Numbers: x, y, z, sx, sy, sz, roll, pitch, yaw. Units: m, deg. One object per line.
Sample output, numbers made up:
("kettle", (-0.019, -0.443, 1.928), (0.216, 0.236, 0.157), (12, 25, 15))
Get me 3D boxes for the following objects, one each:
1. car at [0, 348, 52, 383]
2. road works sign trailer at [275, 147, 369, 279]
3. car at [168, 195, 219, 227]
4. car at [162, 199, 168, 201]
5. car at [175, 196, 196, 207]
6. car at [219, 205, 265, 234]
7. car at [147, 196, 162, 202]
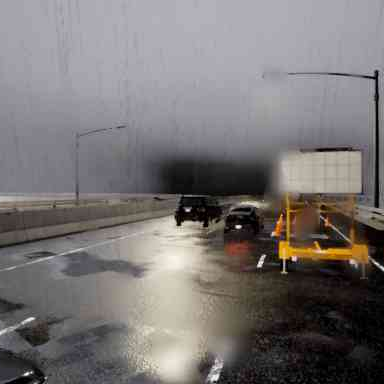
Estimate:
("car", (-2.418, 1.490, 0.764), (2.128, 1.511, 4.902), (0, 0, 16))
("road works sign trailer", (3.909, 0.468, 10.244), (2.380, 3.560, 2.880), (0, 0, 17))
("car", (0.526, 1.227, 23.001), (2.150, 2.045, 5.566), (0, 0, 17))
("car", (-3.189, 1.575, 59.149), (1.994, 1.385, 4.181), (0, 0, 18))
("car", (-1.054, 1.489, 54.303), (1.882, 1.535, 5.008), (0, 0, 17))
("car", (3.094, 1.511, 19.378), (1.837, 1.490, 4.892), (0, 0, 17))
("car", (-6.554, 1.537, 60.102), (1.812, 1.442, 4.674), (0, 0, 18))
